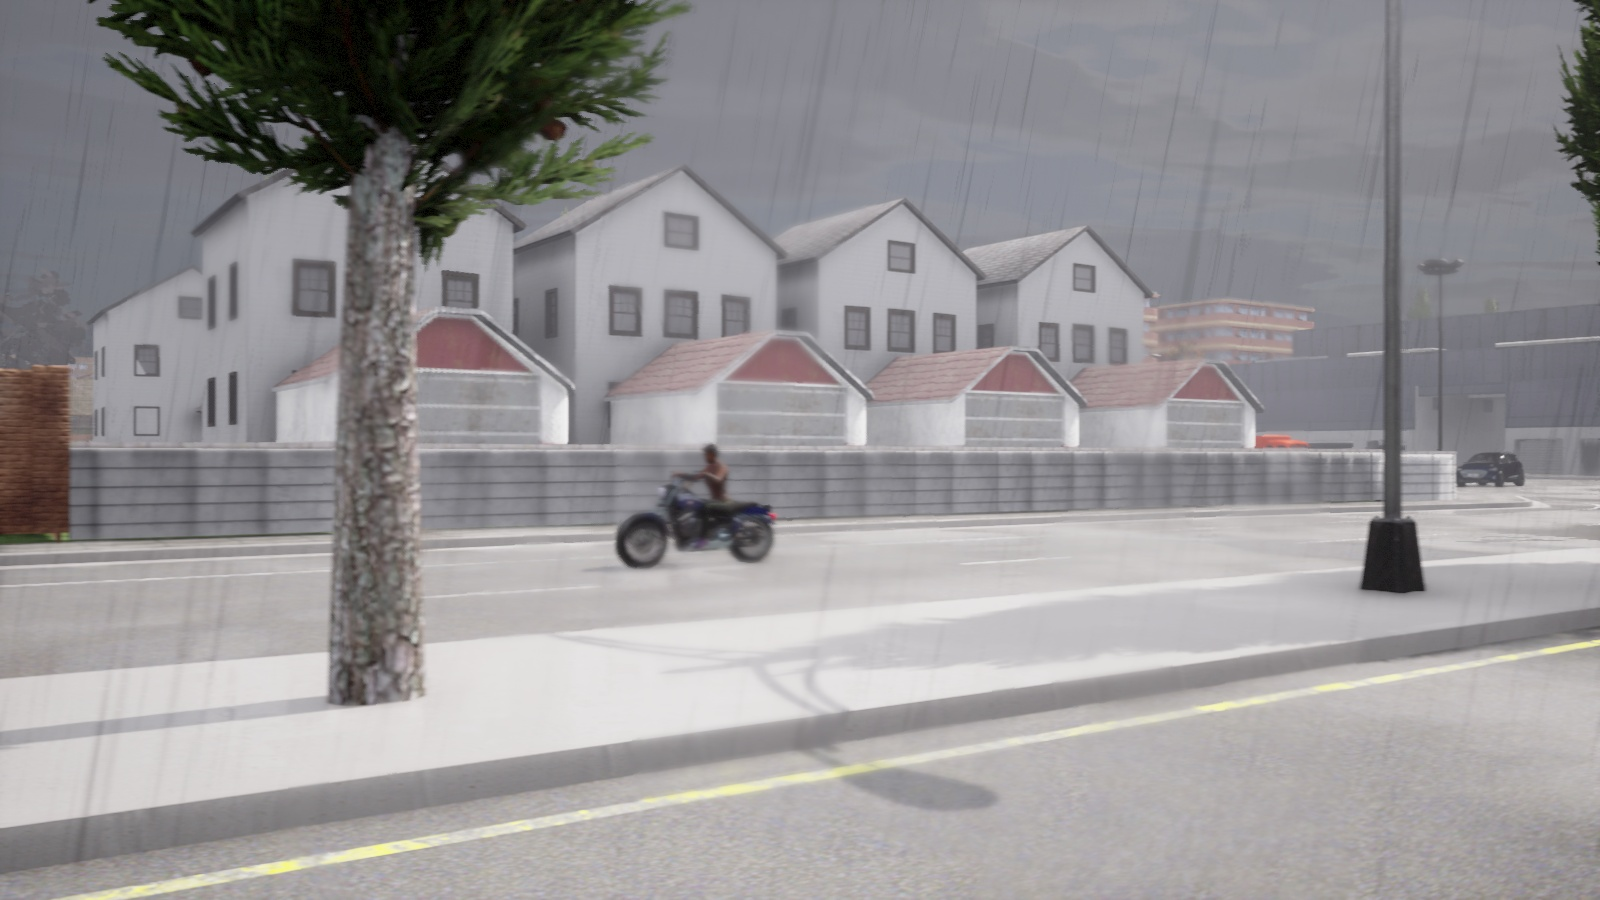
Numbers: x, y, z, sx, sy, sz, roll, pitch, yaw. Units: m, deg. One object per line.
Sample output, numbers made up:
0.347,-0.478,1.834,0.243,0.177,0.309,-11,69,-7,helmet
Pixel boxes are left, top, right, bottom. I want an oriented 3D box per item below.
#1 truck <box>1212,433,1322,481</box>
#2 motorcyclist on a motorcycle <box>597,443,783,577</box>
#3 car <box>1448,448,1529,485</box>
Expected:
25.043,0.364,67.545,2.627,2.467,5.204,0,0,-25,truck
-1.418,0.735,16.476,2.350,1.649,0.766,0,0,-34,motorcyclist on a motorcycle
32.217,0.744,58.702,4.856,1.649,2.033,0,0,-45,car
